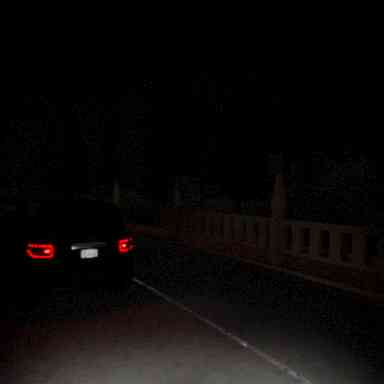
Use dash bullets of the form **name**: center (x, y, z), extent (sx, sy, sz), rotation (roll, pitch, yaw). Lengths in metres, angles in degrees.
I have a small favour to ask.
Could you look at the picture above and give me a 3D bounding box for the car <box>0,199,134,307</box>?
- **car**: center (-3.354, 1.187, 8.275), extent (2.150, 2.045, 5.566), rotation (1, 0, -34)
